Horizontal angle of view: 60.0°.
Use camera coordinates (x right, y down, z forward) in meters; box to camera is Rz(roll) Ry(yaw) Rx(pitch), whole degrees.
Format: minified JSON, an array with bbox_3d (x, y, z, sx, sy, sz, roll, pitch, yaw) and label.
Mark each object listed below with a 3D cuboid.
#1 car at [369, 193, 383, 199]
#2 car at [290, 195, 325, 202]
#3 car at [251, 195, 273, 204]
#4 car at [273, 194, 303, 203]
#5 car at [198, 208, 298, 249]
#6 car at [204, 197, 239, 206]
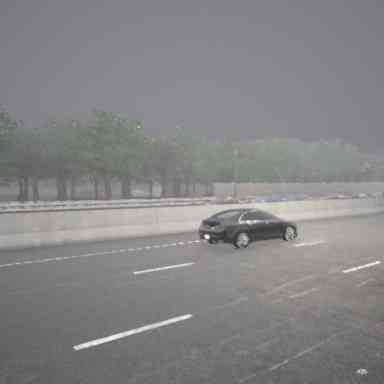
[{"bbox_3d":[36.662,0.934,65.186,4.892,1.490,1.837,-1,0,-36],"label":"car"},{"bbox_3d":[12.912,1.341,35.169,4.674,1.442,1.812,-1,0,-36],"label":"car"},{"bbox_3d":[9.402,1.192,41.270,4.553,1.767,2.097,-1,0,-36],"label":"car"},{"bbox_3d":[12.055,1.169,38.873,4.553,1.767,2.097,-1,0,-36],"label":"car"},{"bbox_3d":[2.538,1.462,14.318,4.892,1.490,1.837,-1,0,-36],"label":"car"},{"bbox_3d":[3.752,1.390,41.483,4.902,1.511,2.128,-1,0,-36],"label":"car"}]
